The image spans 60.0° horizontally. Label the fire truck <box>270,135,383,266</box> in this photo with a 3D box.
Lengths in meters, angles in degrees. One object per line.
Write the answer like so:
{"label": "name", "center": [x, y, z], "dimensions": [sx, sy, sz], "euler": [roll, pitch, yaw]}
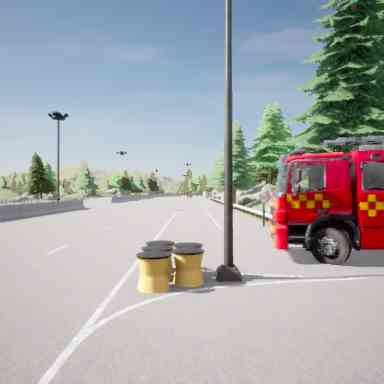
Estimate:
{"label": "fire truck", "center": [6.956, 0.135, 10.897], "dimensions": [8.468, 3.827, 2.891], "euler": [-2, 1, 10]}
